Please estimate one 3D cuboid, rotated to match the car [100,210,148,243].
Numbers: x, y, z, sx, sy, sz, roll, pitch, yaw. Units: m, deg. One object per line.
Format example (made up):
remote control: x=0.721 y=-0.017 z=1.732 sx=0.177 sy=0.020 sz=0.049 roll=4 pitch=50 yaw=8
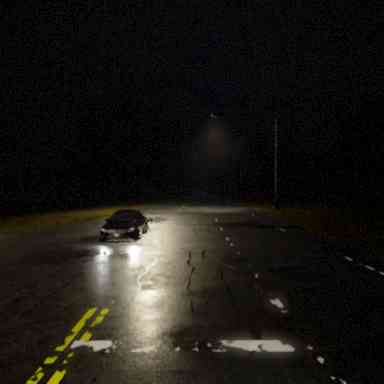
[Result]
car: x=-3.488 y=1.711 z=17.743 sx=1.812 sy=1.442 sz=4.674 roll=-1 pitch=1 yaw=1
